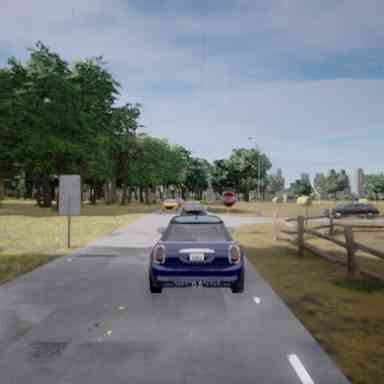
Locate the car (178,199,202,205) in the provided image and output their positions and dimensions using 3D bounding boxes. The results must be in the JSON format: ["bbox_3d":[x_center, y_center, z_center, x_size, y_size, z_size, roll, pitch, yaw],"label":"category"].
[{"bbox_3d":[0.110,1.598,25.607,1.837,1.490,4.892,-1,1,0],"label":"car"}]

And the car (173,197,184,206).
[{"bbox_3d":[-2.692,1.833,66.912,2.097,1.767,4.553,0,0,0],"label":"car"}]

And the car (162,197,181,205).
[{"bbox_3d":[-2.805,1.718,43.795,1.882,1.535,5.008,0,0,0],"label":"car"}]

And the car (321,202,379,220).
[{"bbox_3d":[14.214,1.704,30.098,4.892,1.490,1.837,0,-2,0],"label":"car"}]

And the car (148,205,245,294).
[{"bbox_3d":[0.105,1.387,9.060,2.097,1.767,4.553,0,0,0],"label":"car"}]
